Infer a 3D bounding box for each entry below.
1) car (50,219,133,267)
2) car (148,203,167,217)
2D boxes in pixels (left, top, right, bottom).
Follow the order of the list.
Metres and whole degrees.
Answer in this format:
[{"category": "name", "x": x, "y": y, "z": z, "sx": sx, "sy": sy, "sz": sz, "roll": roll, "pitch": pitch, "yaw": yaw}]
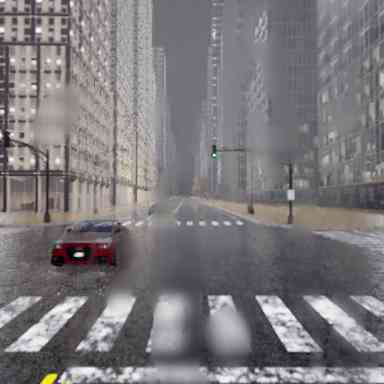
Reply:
[{"category": "car", "x": -3.319, "y": 1.675, "z": 11.722, "sx": 1.994, "sy": 1.385, "sz": 4.181, "roll": 0, "pitch": -1, "yaw": -1}, {"category": "car", "x": -3.841, "y": 2.005, "z": 37.619, "sx": 2.033, "sy": 1.411, "sz": 5.357, "roll": 0, "pitch": -1, "yaw": -1}]
